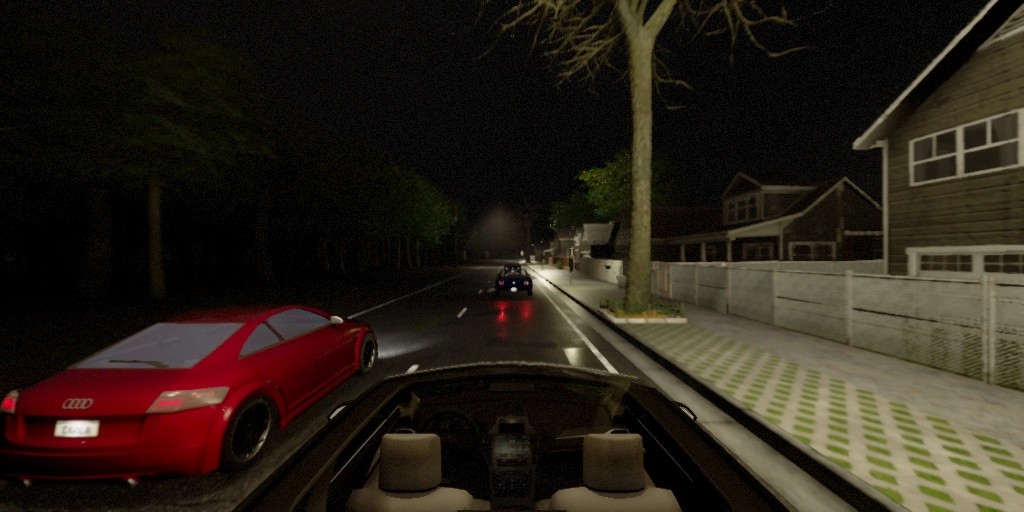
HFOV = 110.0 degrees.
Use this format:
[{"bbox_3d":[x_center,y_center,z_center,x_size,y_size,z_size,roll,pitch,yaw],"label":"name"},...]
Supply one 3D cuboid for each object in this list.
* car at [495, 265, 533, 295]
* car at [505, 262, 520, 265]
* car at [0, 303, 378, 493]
[{"bbox_3d":[0.092,1.338,19.587,1.895,1.301,4.718,0,0,0],"label":"car"},{"bbox_3d":[0.081,1.306,39.674,1.895,1.301,4.718,0,0,0],"label":"car"},{"bbox_3d":[-3.399,1.314,4.807,1.994,1.385,4.181,0,0,0],"label":"car"}]
